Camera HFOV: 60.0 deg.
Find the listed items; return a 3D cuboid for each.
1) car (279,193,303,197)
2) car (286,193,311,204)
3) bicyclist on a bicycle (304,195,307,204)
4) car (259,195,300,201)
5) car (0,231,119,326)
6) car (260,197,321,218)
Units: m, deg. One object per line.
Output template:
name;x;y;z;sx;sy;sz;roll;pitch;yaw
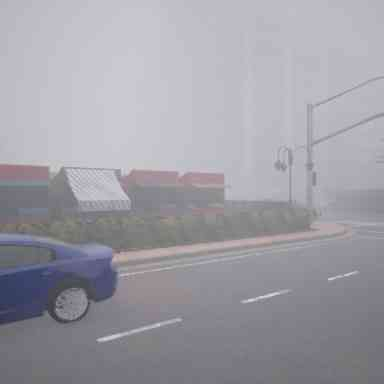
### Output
car;16.573;1.114;57.383;1.905;1.878;3.866;0;0;-36
car;18.964;1.114;59.095;1.905;1.878;3.866;0;0;-36
bicyclist on a bicycle;15.497;1.246;44.900;1.656;1.620;0.582;0;0;-36
car;8.355;1.422;34.337;1.882;1.535;5.008;0;0;-36
car;-3.755;1.477;5.587;5.008;1.535;1.882;0;0;-35
car;8.520;1.436;28.149;2.128;1.511;4.902;0;0;-36
